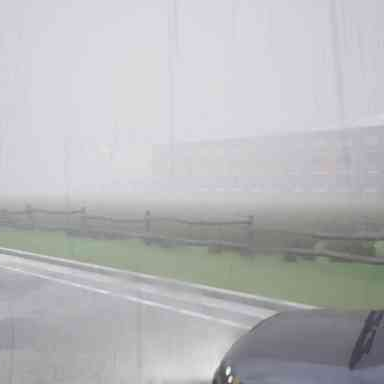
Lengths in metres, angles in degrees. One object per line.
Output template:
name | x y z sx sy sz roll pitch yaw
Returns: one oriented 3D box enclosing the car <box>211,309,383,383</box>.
car | 2.178 1.539 2.329 4.181 1.385 1.994 1 1 35
